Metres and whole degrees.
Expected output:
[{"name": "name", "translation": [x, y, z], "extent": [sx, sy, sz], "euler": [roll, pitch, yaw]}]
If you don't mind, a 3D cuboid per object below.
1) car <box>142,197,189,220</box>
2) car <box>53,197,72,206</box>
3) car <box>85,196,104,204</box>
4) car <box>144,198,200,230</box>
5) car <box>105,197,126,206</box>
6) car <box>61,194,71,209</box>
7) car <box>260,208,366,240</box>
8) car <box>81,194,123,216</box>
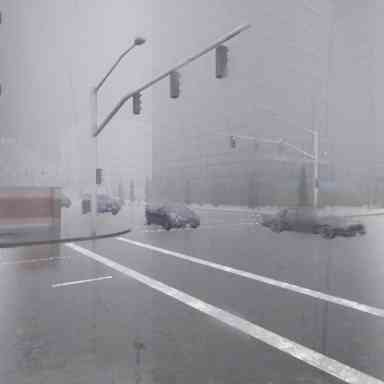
[{"name": "car", "translation": [-2.395, 1.352, 29.211], "extent": [2.097, 1.767, 4.553], "euler": [0, 0, -36]}, {"name": "car", "translation": [-22.389, 1.601, 57.288], "extent": [1.895, 1.301, 4.718], "euler": [0, 0, -35]}, {"name": "car", "translation": [-19.032, 1.492, 64.819], "extent": [2.128, 1.511, 4.902], "euler": [0, 0, -36]}, {"name": "car", "translation": [-1.319, 1.351, 21.027], "extent": [2.097, 1.767, 4.553], "euler": [0, 0, -29]}, {"name": "car", "translation": [-13.067, 1.526, 56.485], "extent": [1.812, 1.442, 4.674], "euler": [0, 0, -36]}, {"name": "car", "translation": [-18.417, 1.223, 45.612], "extent": [2.150, 2.045, 5.566], "euler": [0, 0, -35]}, {"name": "car", "translation": [6.056, 1.547, 17.410], "extent": [2.033, 1.411, 5.357], "euler": [0, 0, -36]}, {"name": "car", "translation": [-9.101, 1.221, 32.563], "extent": [2.150, 2.045, 5.566], "euler": [0, 0, -36]}]
